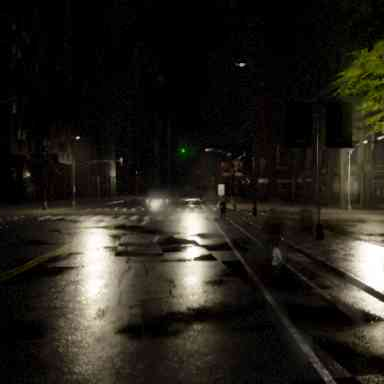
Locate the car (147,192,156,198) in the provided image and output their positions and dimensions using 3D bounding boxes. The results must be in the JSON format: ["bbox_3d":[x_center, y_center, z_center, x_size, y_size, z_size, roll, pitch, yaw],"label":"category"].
[{"bbox_3d":[-9.894,0.696,81.834,1.812,1.442,4.674,0,0,0],"label":"car"}]

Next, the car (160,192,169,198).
[{"bbox_3d":[-6.645,0.671,81.840,1.837,1.490,4.892,0,0,0],"label":"car"}]

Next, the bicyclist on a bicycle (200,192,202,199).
[{"bbox_3d":[2.114,0.959,76.632,0.659,1.776,1.843,0,1,0],"label":"bicyclist on a bicycle"}]

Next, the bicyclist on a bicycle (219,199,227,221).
[{"bbox_3d":[2.209,1.332,23.507,0.582,1.620,1.656,0,0,0],"label":"bicyclist on a bicycle"}]

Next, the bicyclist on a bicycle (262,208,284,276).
[{"bbox_3d":[2.225,1.318,9.289,0.659,1.776,1.843,0,0,0],"label":"bicyclist on a bicycle"}]
